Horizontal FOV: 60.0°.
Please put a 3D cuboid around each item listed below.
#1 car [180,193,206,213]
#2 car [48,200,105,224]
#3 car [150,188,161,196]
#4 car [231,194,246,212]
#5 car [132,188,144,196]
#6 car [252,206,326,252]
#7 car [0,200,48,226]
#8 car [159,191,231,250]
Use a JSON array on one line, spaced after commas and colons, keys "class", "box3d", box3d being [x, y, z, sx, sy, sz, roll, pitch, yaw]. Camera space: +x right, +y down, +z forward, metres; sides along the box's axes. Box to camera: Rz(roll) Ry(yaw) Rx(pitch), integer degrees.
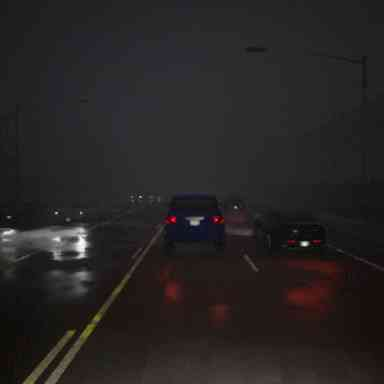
[{"class": "car", "box3d": [0.090, 0.916, 29.650, 2.128, 1.511, 4.902, 0, 1, 0]}, {"class": "car", "box3d": [-7.104, 1.239, 21.308, 1.895, 1.301, 4.718, 0, 1, 0]}, {"class": "car", "box3d": [-7.019, 0.020, 65.438, 1.812, 1.442, 4.674, 0, 2, 0]}, {"class": "car", "box3d": [3.591, 0.929, 29.668, 1.837, 1.490, 4.892, 0, 2, 0]}, {"class": "car", "box3d": [-10.520, 0.008, 65.018, 1.837, 1.490, 4.892, 0, 2, 0]}, {"class": "car", "box3d": [3.588, 1.326, 12.985, 1.837, 1.490, 4.892, 0, 2, 0]}, {"class": "car", "box3d": [-10.602, 1.203, 20.618, 2.033, 1.411, 5.357, 0, 1, 0]}, {"class": "car", "box3d": [0.093, 1.033, 13.483, 2.150, 2.045, 5.566, 0, 1, 0]}]
